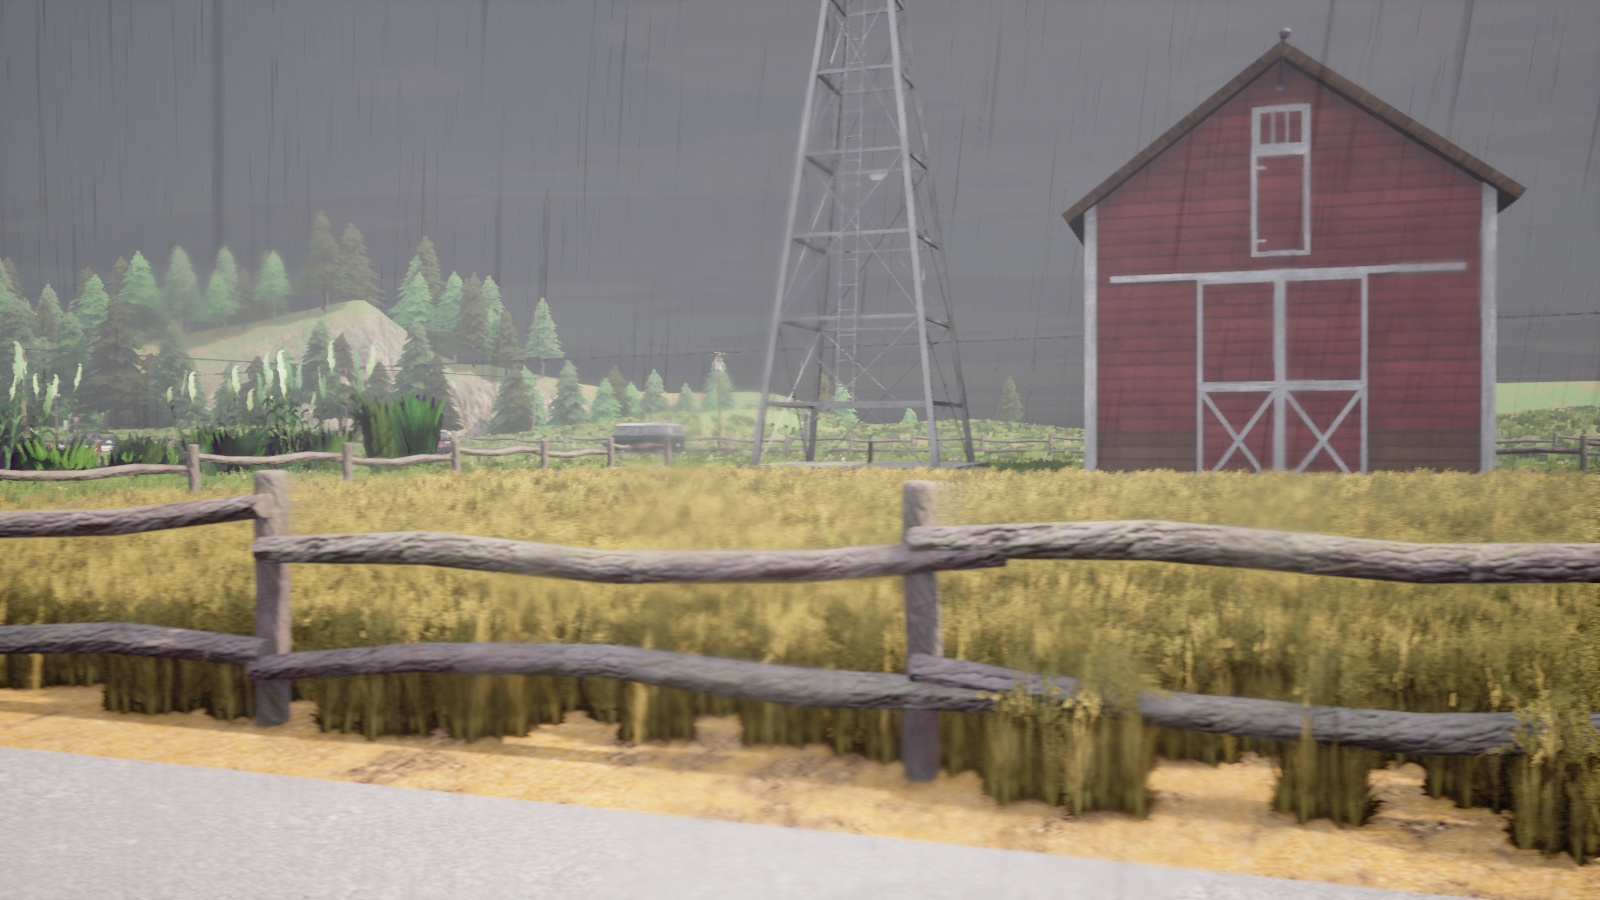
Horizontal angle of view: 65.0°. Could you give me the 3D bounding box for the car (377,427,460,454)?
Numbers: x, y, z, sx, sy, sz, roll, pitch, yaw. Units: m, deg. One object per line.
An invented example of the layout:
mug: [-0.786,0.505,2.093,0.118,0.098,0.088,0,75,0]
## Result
car: [-23.883,-0.592,78.586,4.856,1.649,2.033,1,1,24]

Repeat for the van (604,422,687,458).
van: [-8.833,-0.604,71.810,4.442,1.987,1.775,1,1,24]
